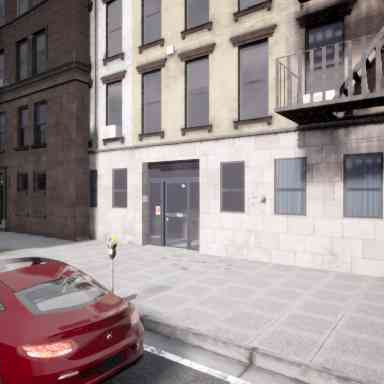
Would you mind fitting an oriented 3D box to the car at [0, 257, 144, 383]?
[{"bbox_3d":[-2.504,1.582,4.596,4.206,1.307,1.802,0,0,36],"label":"car"}]
